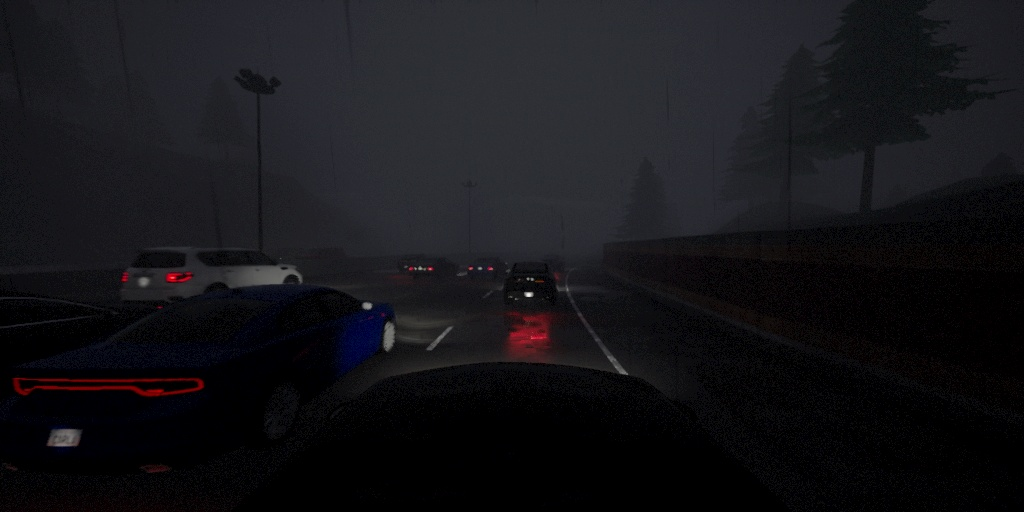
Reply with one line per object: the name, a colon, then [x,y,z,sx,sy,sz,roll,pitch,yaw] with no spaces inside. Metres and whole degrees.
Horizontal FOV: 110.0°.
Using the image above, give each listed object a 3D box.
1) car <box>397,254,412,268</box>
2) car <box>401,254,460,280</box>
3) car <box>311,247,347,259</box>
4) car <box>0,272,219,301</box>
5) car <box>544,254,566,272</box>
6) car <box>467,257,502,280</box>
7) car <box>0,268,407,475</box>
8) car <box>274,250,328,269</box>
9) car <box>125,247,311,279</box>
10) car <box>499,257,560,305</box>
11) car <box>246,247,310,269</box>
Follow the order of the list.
car: [-7.568,0.560,29.422,2.128,1.511,4.902,0,1,11]
car: [-5.063,0.753,23.898,2.033,1.411,5.357,0,1,9]
car: [-17.735,0.196,33.153,2.150,2.045,5.566,0,1,12]
car: [-6.791,1.172,4.452,2.128,1.511,4.902,0,1,1]
car: [3.479,0.560,30.982,1.812,1.442,4.674,0,1,13]
car: [-1.489,0.749,24.082,2.033,1.411,5.357,0,1,10]
car: [-3.279,1.142,5.144,1.882,1.535,5.008,0,1,1]
car: [-20.754,0.266,35.544,2.097,1.767,4.553,0,1,13]
car: [-9.920,0.702,12.533,2.150,2.045,5.566,0,1,4]
car: [0.779,0.950,14.161,1.837,1.490,4.892,0,1,5]
car: [-24.010,0.094,37.150,2.150,2.045,5.566,0,2,13]
